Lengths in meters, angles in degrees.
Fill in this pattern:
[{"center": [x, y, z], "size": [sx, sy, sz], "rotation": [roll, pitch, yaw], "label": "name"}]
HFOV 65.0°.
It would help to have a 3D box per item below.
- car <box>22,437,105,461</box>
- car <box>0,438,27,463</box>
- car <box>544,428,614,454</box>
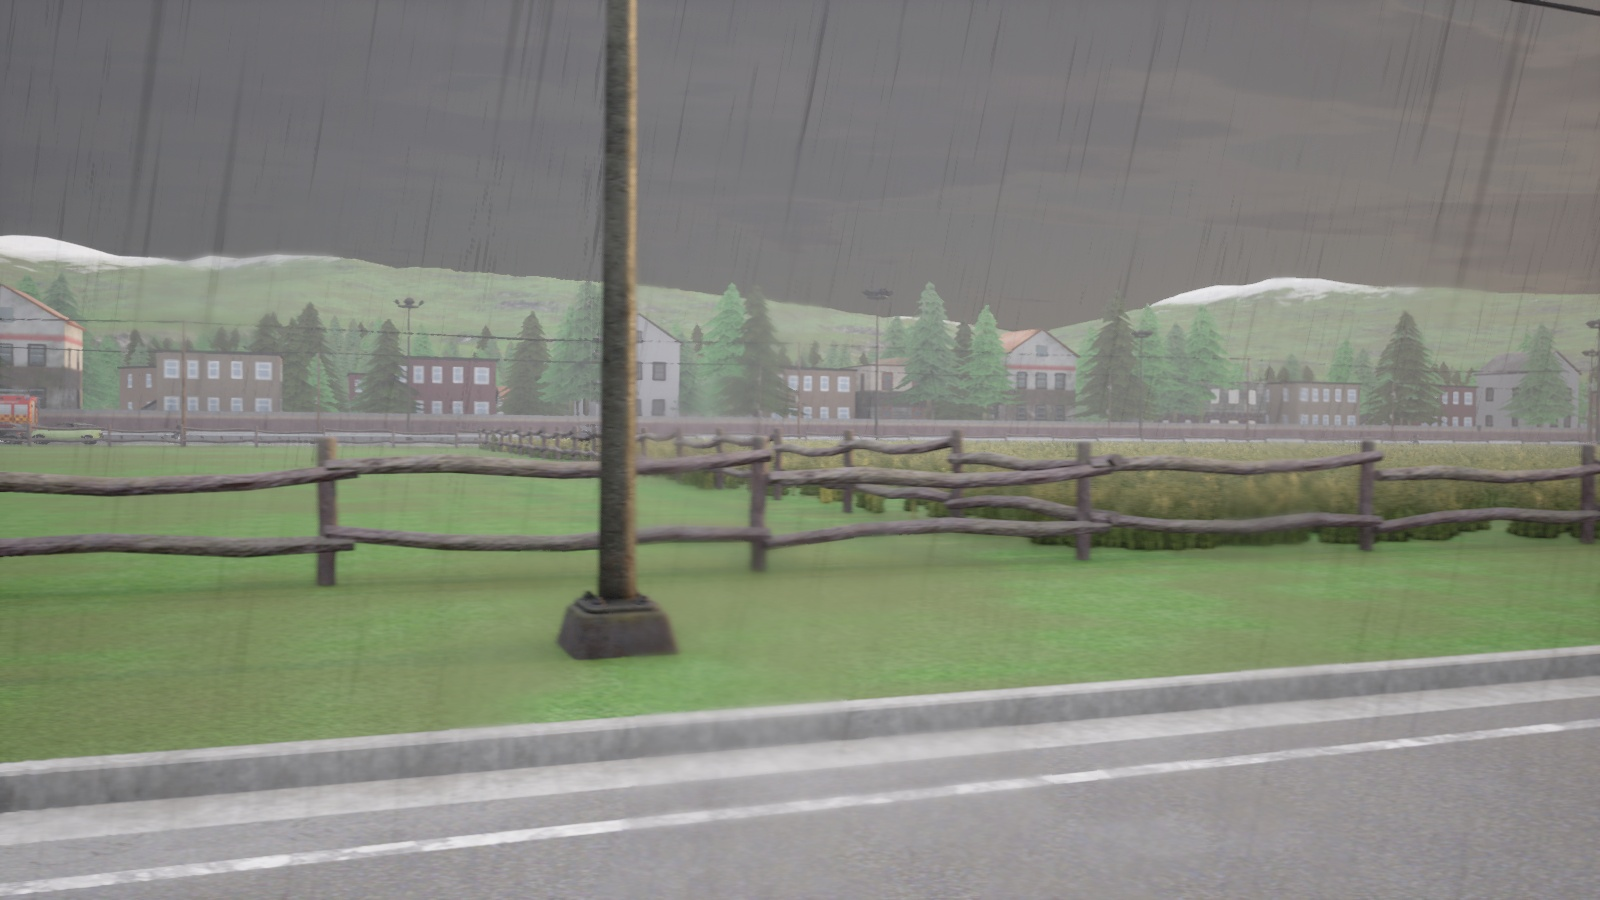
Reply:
[{"center": [-49.369, -0.073, 84.287], "size": [4.514, 1.525, 2.007], "rotation": [-1, 1, -21], "label": "car"}, {"center": [-51.444, 0.059, 79.774], "size": [3.705, 1.549, 1.789], "rotation": [-1, 1, -21], "label": "car"}, {"center": [-15.720, -0.651, 89.408], "size": [4.553, 1.767, 2.097], "rotation": [-1, 1, -21], "label": "car"}]
